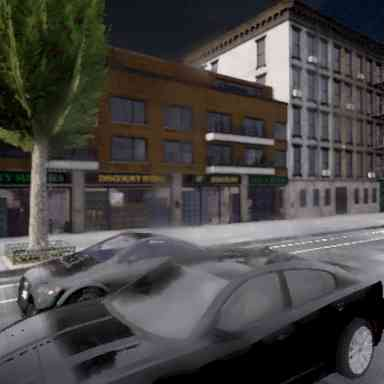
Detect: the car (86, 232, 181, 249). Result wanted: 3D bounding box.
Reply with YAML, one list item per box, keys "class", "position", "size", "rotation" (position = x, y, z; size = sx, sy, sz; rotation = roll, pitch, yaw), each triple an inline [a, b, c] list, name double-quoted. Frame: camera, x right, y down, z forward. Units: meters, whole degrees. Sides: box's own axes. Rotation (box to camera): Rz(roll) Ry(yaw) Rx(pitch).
- class: "car"
  position: [-1.211, 1.556, 6.809]
  size: [4.181, 1.385, 1.994]
  rotation: [0, 0, -35]

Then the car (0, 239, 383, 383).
- class: "car"
  position: [0.309, 1.471, 3.901]
  size: [5.008, 1.535, 1.882]
  rotation: [0, 0, -35]
